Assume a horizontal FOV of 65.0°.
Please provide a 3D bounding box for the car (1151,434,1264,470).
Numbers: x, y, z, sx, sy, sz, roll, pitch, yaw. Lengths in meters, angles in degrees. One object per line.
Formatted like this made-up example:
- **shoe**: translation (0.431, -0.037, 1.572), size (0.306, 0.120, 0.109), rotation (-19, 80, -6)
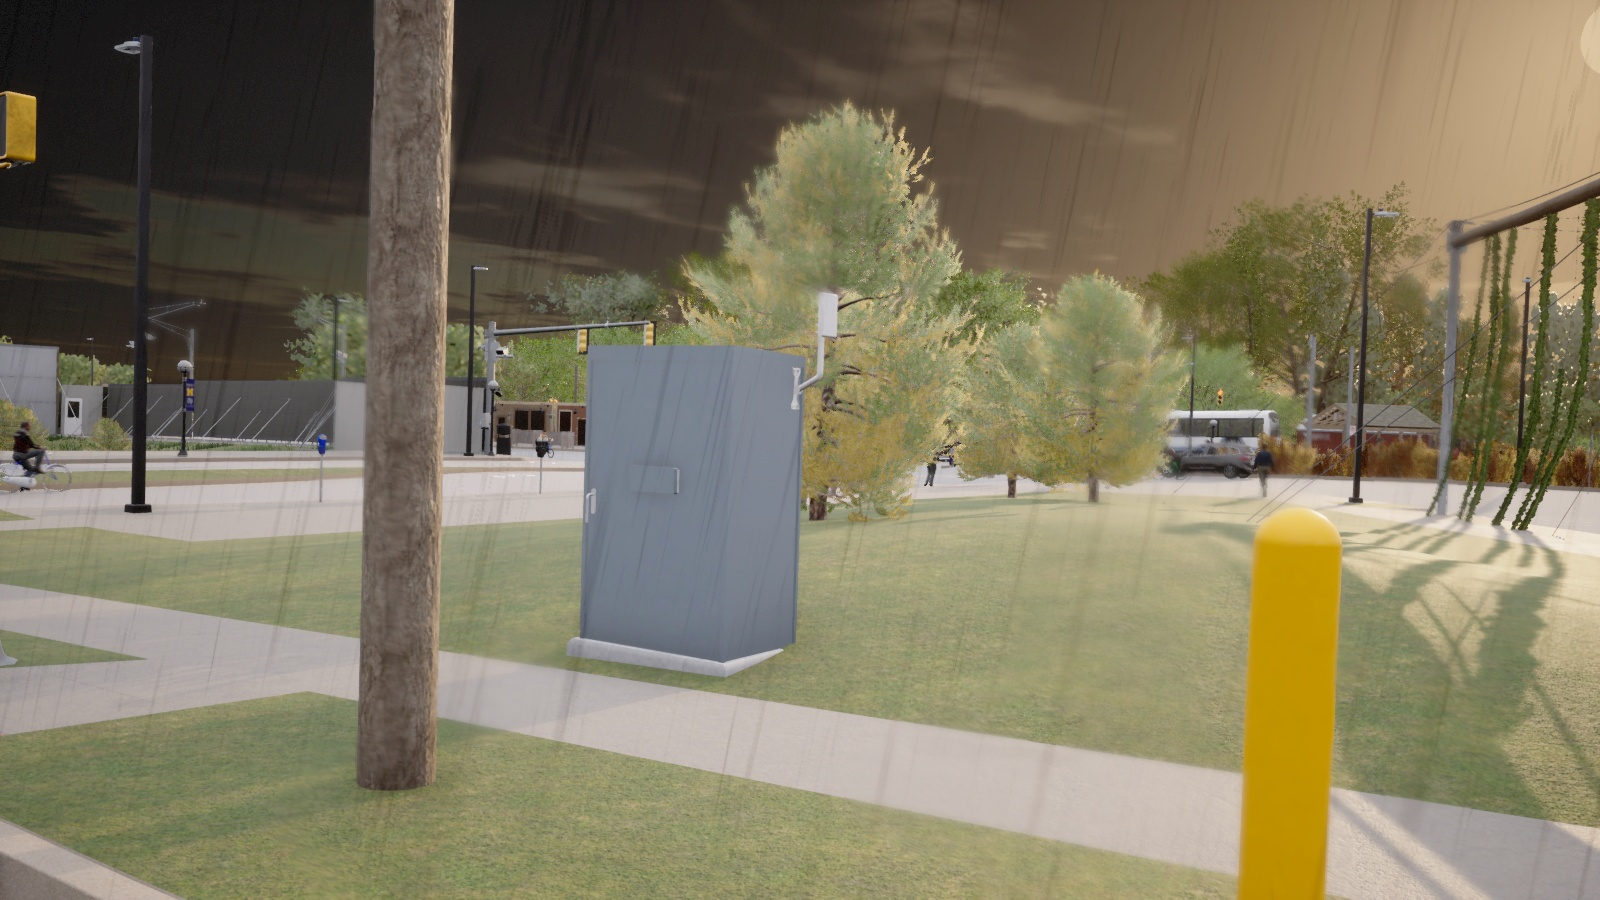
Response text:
- **car**: translation (19.302, 0.091, 59.530), size (4.611, 1.667, 2.242), rotation (0, 1, 34)

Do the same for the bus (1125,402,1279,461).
- **bus**: translation (29.916, -1.316, 93.706), size (10.273, 4.253, 3.944), rotation (0, 1, 35)

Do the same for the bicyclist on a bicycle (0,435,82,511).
- **bicyclist on a bicycle**: translation (-18.407, 0.526, 30.225), size (0.659, 1.776, 1.843), rotation (1, 1, 31)

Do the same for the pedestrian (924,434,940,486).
- **pedestrian**: translation (5.020, 0.372, 47.701), size (0.402, 1.930, 0.666), rotation (2, 2, 22)

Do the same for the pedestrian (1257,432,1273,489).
- **pedestrian**: translation (15.409, 0.334, 41.595), size (0.370, 1.835, 0.726), rotation (1, 2, 13)
